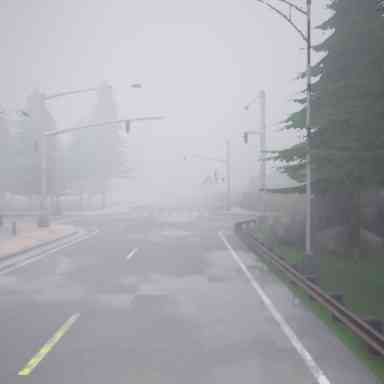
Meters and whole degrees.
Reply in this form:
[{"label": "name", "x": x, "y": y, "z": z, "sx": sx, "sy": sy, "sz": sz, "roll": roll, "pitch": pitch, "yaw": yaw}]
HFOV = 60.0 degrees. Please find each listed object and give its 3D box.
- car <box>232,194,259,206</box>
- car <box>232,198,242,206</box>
[{"label": "car", "x": 8.442, "y": 1.241, "z": 52.769, "sx": 3.866, "sy": 1.878, "sz": 1.905, "roll": 0, "pitch": 0, "yaw": -1}, {"label": "car", "x": 8.856, "y": 1.235, "z": 50.259, "sx": 4.605, "sy": 1.855, "sz": 1.932, "roll": 0, "pitch": 0, "yaw": -1}]
